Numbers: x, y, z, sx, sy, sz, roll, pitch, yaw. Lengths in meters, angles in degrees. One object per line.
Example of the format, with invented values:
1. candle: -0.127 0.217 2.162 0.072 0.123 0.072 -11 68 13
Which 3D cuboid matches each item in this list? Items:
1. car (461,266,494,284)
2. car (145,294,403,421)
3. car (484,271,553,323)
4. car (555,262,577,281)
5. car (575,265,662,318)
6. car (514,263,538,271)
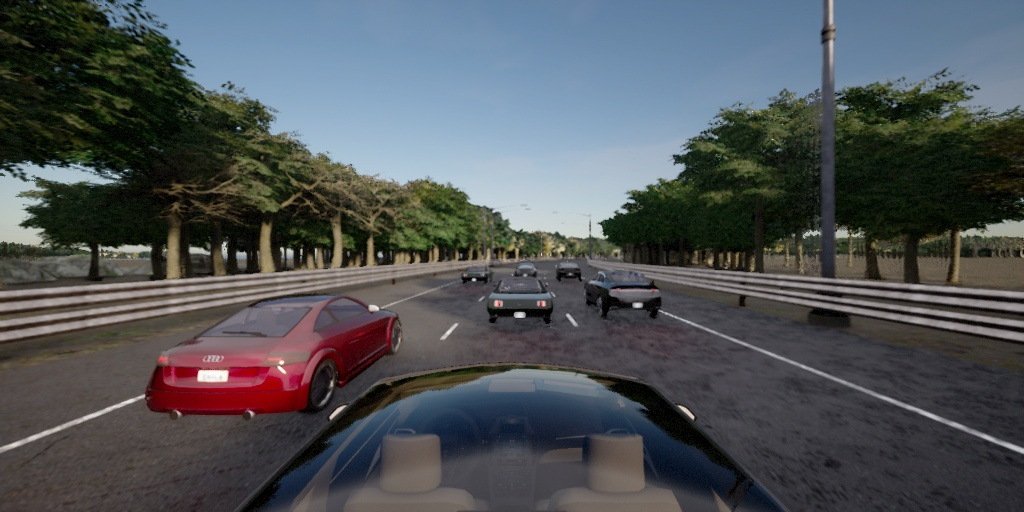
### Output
1. car: -2.513 1.382 27.302 1.895 1.301 4.718 0 0 4
2. car: -3.332 1.317 6.023 1.994 1.385 4.181 0 0 1
3. car: 0.286 1.366 12.241 1.895 1.301 4.718 0 0 2
4. car: 4.738 1.270 30.558 1.882 1.535 5.008 0 0 4
5. car: 3.825 1.261 13.125 2.128 1.511 4.902 0 0 2
6. car: 1.171 1.314 29.937 1.812 1.442 4.674 0 0 4
